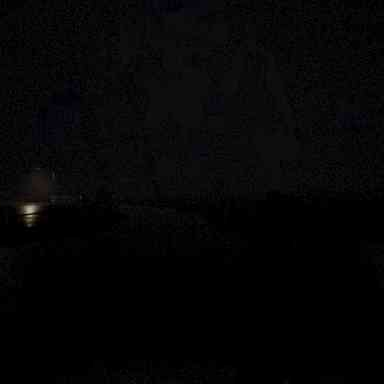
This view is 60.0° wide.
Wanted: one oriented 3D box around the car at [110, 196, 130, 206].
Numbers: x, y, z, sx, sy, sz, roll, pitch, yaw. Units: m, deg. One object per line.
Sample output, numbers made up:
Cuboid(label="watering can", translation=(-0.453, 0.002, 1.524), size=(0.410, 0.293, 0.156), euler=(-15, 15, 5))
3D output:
Cuboid(label="car", translation=(-11.896, 1.356, 54.042), size=(1.882, 1.535, 5.008), euler=(-1, 0, -38))

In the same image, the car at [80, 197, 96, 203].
Cuboid(label="car", translation=(-18.935, 1.562, 61.757), size=(4.718, 1.301, 1.895), euler=(-1, 1, 41))
